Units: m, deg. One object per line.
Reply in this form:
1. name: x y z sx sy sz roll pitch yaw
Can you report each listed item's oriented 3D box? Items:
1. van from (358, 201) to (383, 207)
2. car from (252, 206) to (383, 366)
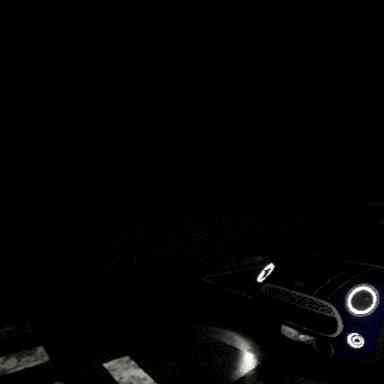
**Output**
1. van: 7.397 1.209 11.965 3.998 1.788 1.690 -1 0 -36
2. car: 3.190 1.293 5.733 4.553 1.767 2.097 -1 1 -34
